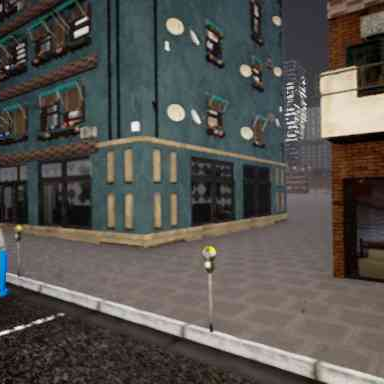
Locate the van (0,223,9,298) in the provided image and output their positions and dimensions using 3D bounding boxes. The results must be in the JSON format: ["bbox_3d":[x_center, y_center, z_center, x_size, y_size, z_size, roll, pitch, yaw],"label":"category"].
[{"bbox_3d":[-5.365,1.349,6.714,3.998,1.788,1.690,0,-1,35],"label":"van"}]
